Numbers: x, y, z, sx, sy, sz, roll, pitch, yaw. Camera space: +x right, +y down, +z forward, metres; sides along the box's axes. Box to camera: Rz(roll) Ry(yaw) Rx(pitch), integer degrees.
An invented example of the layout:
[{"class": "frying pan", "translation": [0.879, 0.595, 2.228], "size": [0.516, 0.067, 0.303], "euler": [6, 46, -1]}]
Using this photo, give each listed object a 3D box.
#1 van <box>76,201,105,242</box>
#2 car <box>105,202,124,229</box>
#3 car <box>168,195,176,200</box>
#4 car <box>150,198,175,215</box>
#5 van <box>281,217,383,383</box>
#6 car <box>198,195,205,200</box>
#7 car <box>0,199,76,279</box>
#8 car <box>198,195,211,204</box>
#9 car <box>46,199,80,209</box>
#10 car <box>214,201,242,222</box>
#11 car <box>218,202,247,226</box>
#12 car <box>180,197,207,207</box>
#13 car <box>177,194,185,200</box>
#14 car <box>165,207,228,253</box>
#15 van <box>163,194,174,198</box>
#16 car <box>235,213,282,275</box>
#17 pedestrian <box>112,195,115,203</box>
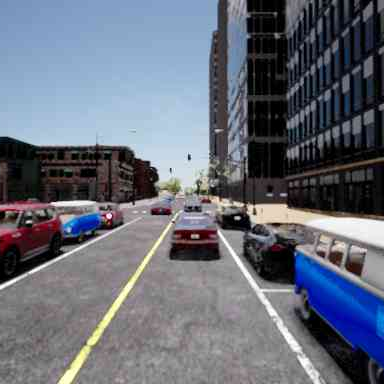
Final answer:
[{"class": "van", "translation": [-5.677, 1.343, 15.949], "size": [1.690, 1.788, 3.998], "euler": [1, 0, 0]}, {"class": "car", "translation": [-5.679, 1.442, 21.593], "size": [1.967, 1.590, 4.097], "euler": [1, 0, 0]}, {"class": "car", "translation": [-5.687, 1.580, 92.817], "size": [1.947, 1.339, 4.313], "euler": [1, 0, 0]}, {"class": "car", "translation": [-3.008, 1.568, 33.560], "size": [1.994, 1.385, 4.181], "euler": [0, 0, 0]}, {"class": "van", "translation": [2.671, 1.342, 4.607], "size": [1.690, 1.788, 3.998], "euler": [1, 0, 0]}, {"class": "car", "translation": [2.694, 1.539, 92.976], "size": [1.752, 1.417, 4.829], "euler": [1, 0, 0]}, {"class": "car", "translation": [-5.676, 1.316, 10.305], "size": [2.192, 1.841, 5.009], "euler": [1, 0, 0]}, {"class": "car", "translation": [2.698, 1.448, 65.131], "size": [1.967, 1.590, 4.097], "euler": [1, 0, 0]}, {"class": "car", "translation": [-19.422, 1.808, 50.257], "size": [4.313, 1.339, 1.947], "euler": [-1, 0, 1]}, {"class": "car", "translation": [2.837, 1.528, 27.353], "size": [1.752, 1.417, 4.829], "euler": [1, 0, 0]}, {"class": "car", "translation": [2.666, 1.568, 21.540], "size": [1.947, 1.339, 4.313], "euler": [1, 0, 0]}, {"class": "car", "translation": [0.015, 1.550, 33.136], "size": [2.033, 1.411, 5.357], "euler": [0, 0, -3]}, {"class": "car", "translation": [-3.008, 1.366, 92.349], "size": [2.097, 1.767, 4.553], "euler": [0, 0, 0]}, {"class": "car", "translation": [0.101, 1.549, 13.745], "size": [2.033, 1.411, 5.357], "euler": [0, 0, 0]}, {"class": "van", "translation": [-5.682, 1.352, 76.214], "size": [1.690, 1.788, 3.998], "euler": [1, 0, 0]}, {"class": "car", "translation": [2.667, 1.567, 10.251], "size": [1.947, 1.339, 4.313], "euler": [1, 0, 0]}, {"class": "pedestrian", "translation": [-12.548, 1.364, 53.124], "size": [0.375, 1.860, 0.375], "euler": [0, 0, 1]}]
